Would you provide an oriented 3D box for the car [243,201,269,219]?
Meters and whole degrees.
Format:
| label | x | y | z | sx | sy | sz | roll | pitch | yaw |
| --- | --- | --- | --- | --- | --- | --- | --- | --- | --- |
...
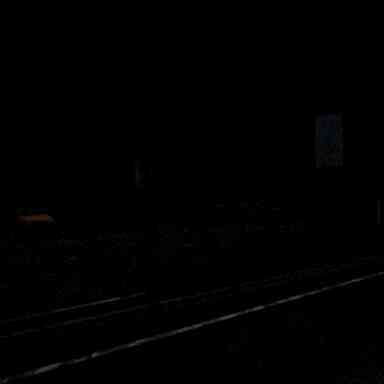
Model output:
| label | x | y | z | sx | sy | sz | roll | pitch | yaw |
| --- | --- | --- | --- | --- | --- | --- | --- | --- | --- |
| car | 3.963 | 1.561 | 29.532 | 2.097 | 1.535 | 5.008 | 0 | 0 | -36 |

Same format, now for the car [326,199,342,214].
| label | x | y | z | sx | sy | sz | roll | pitch | yaw |
| --- | --- | --- | --- | --- | --- | --- | --- | --- | --- |
| car | 12.992 | 1.607 | 35.991 | 2.231 | 1.521 | 4.892 | 0 | 0 | -36 |

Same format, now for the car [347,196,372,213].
| label | x | y | z | sx | sy | sz | roll | pitch | yaw |
| --- | --- | --- | --- | --- | --- | --- | --- | --- | --- |
| car | 17.609 | 1.626 | 39.074 | 1.946 | 1.575 | 5.366 | 0 | 0 | -36 |

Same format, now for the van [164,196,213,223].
| label | x | y | z | sx | sy | sz | roll | pitch | yaw |
| --- | --- | --- | --- | --- | --- | --- | --- | --- | --- |
| van | -0.623 | 1.315 | 26.400 | 1.878 | 1.987 | 4.442 | 0 | 0 | -36 |

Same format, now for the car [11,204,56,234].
| label | x | y | z | sx | sy | sz | roll | pitch | yaw |
| --- | --- | --- | --- | --- | --- | --- | --- | --- | --- |
| car | -9.476 | 1.497 | 19.694 | 1.946 | 1.575 | 5.366 | 0 | 0 | -36 |

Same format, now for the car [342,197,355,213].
| label | x | y | z | sx | sy | sz | roll | pitch | yaw |
| --- | --- | --- | --- | --- | --- | --- | --- | --- | --- |
| car | 15.228 | 1.647 | 37.634 | 2.163 | 1.488 | 4.792 | 0 | 0 | -36 |

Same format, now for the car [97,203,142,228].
| label | x | y | z | sx | sy | sz | roll | pitch | yaw |
| --- | --- | --- | --- | --- | --- | --- | --- | --- | --- |
| car | -5.052 | 1.550 | 23.052 | 2.163 | 1.488 | 4.792 | 0 | 0 | -36 |

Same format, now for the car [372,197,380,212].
| label | x | y | z | sx | sy | sz | roll | pitch | yaw |
| --- | --- | --- | --- | --- | --- | --- | --- | --- | --- |
| car | 19.743 | 1.671 | 40.865 | 2.163 | 1.488 | 4.792 | 0 | 0 | -36 |

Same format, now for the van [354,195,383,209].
| label | x | y | z | sx | sy | sz | roll | pitch | yaw |
| --- | --- | --- | --- | --- | --- | --- | --- | --- | --- |
| van | 22.084 | 1.428 | 42.360 | 1.878 | 1.987 | 4.442 | 0 | 0 | -36 |

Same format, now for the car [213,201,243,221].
| label | x | y | z | sx | sy | sz | roll | pitch | yaw |
| --- | --- | --- | --- | --- | --- | --- | --- | --- | --- |
| car | 1.703 | 1.591 | 27.917 | 2.002 | 1.452 | 4.674 | 0 | 0 | -36 |

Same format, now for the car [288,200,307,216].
| label | x | y | z | sx | sy | sz | roll | pitch | yaw |
| --- | --- | --- | --- | --- | --- | --- | --- | --- | --- |
| car | 8.456 | 1.457 | 32.792 | 2.185 | 1.767 | 4.553 | 0 | 0 | -36 |

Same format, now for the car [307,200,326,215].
| label | x | y | z | sx | sy | sz | roll | pitch | yaw |
| --- | --- | --- | --- | --- | --- | --- | --- | --- | --- |
| car | 10.728 | 1.594 | 34.386 | 2.097 | 1.535 | 5.008 | 0 | 0 | -36 |

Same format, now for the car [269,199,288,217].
| label | x | y | z | sx | sy | sz | roll | pitch | yaw |
| --- | --- | --- | --- | --- | --- | --- | --- | --- | --- |
| car | 6.218 | 1.612 | 31.149 | 2.002 | 1.452 | 4.674 | 0 | 0 | -36 |
